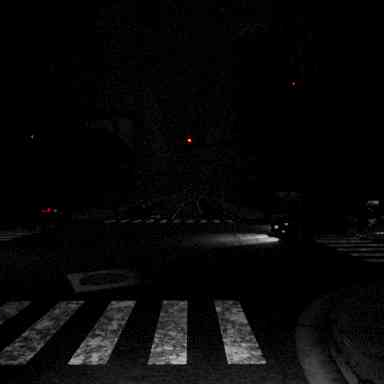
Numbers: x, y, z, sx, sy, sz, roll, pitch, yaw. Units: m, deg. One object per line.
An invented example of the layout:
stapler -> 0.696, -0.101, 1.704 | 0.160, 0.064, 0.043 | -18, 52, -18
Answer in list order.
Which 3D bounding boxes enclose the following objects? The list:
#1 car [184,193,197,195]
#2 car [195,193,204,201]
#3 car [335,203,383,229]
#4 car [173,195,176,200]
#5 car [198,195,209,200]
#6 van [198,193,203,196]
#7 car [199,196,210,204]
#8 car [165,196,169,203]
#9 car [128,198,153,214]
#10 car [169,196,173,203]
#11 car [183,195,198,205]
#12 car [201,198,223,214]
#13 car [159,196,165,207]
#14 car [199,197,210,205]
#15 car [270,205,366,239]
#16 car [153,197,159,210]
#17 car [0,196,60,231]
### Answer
car -> -0.275, 1.625, 73.874 | 1.837, 1.490, 4.892 | 0, 0, 0
car -> 2.009, 1.401, 90.152 | 2.150, 2.045, 5.566 | 0, 0, 0
car -> 9.450, 1.472, 20.789 | 4.892, 1.490, 1.837 | 0, 0, 3
car -> -5.658, 1.694, 80.246 | 2.008, 1.369, 4.403 | 0, 0, 0
car -> 2.341, 1.637, 52.685 | 1.947, 1.339, 4.313 | 0, 0, 0
van -> 2.346, 1.424, 58.196 | 1.690, 1.788, 3.998 | 0, 0, 0
car -> 2.336, 1.641, 47.175 | 1.802, 1.307, 4.206 | 0, 0, 0
car -> -5.678, 1.634, 58.203 | 2.008, 1.369, 4.403 | 0, 0, 0
car -> -5.699, 1.480, 36.160 | 1.967, 1.590, 4.097 | 0, 0, 0
car -> -5.668, 1.552, 69.225 | 1.967, 1.590, 4.097 | 0, 0, 0
car -> -0.200, 1.632, 59.318 | 2.033, 1.411, 5.357 | 0, 0, 0
car -> 2.326, 1.606, 36.152 | 1.947, 1.339, 4.313 | 0, 0, 0
car -> -5.684, 1.653, 52.692 | 1.802, 1.307, 4.206 | 0, 0, 0
car -> 2.351, 1.647, 63.706 | 2.008, 1.369, 4.403 | 0, 0, 0
car -> 6.110, 1.540, 16.768 | 4.181, 1.385, 1.994 | 0, 0, -11
car -> -5.694, 1.490, 41.671 | 1.967, 1.590, 4.097 | 0, 0, 0
car -> -11.119, 1.270, 20.571 | 5.566, 2.045, 2.150 | 0, 0, 0
